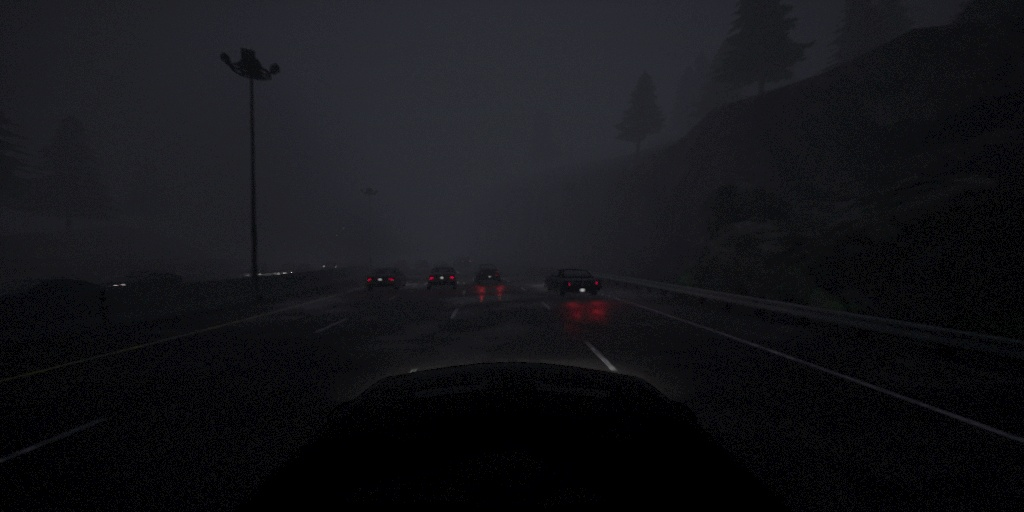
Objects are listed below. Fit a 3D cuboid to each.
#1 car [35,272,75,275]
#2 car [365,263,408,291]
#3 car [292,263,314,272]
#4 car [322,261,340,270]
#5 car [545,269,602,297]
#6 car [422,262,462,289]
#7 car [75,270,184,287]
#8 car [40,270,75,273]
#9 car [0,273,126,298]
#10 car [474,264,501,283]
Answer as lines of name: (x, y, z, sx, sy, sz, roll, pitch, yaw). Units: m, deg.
car: (-25.693, 1.765, 19.690, 1.895, 1.301, 4.718, -1, 0, -7)
car: (-8.030, 1.430, 23.177, 2.033, 1.411, 5.357, -1, 0, -9)
car: (-29.403, 1.757, 50.865, 1.812, 1.442, 4.674, -1, 1, -22)
car: (-27.018, 1.545, 53.687, 2.097, 1.767, 4.553, -1, 0, -20)
car: (3.024, 1.306, 18.826, 1.895, 1.301, 4.718, -1, 0, -6)
car: (-4.601, 1.376, 23.949, 2.033, 1.411, 5.357, -1, 0, -9)
car: (-22.457, 1.605, 21.698, 2.128, 1.511, 4.902, -1, 0, -8)
car: (-29.787, 1.721, 23.497, 2.128, 1.511, 4.902, -1, 0, -9)
car: (-18.082, 1.567, 13.611, 1.812, 1.442, 4.674, -1, 0, -4)
car: (-1.986, 1.313, 28.166, 1.812, 1.442, 4.674, -1, 0, -10)
